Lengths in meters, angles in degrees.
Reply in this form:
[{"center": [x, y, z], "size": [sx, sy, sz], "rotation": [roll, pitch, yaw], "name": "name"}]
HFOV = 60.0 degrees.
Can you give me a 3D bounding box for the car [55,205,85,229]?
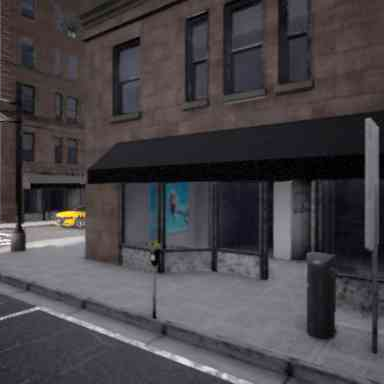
[{"center": [-6.771, 1.525, 22.548], "size": [1.882, 1.535, 5.008], "rotation": [0, 0, 35], "name": "car"}]
